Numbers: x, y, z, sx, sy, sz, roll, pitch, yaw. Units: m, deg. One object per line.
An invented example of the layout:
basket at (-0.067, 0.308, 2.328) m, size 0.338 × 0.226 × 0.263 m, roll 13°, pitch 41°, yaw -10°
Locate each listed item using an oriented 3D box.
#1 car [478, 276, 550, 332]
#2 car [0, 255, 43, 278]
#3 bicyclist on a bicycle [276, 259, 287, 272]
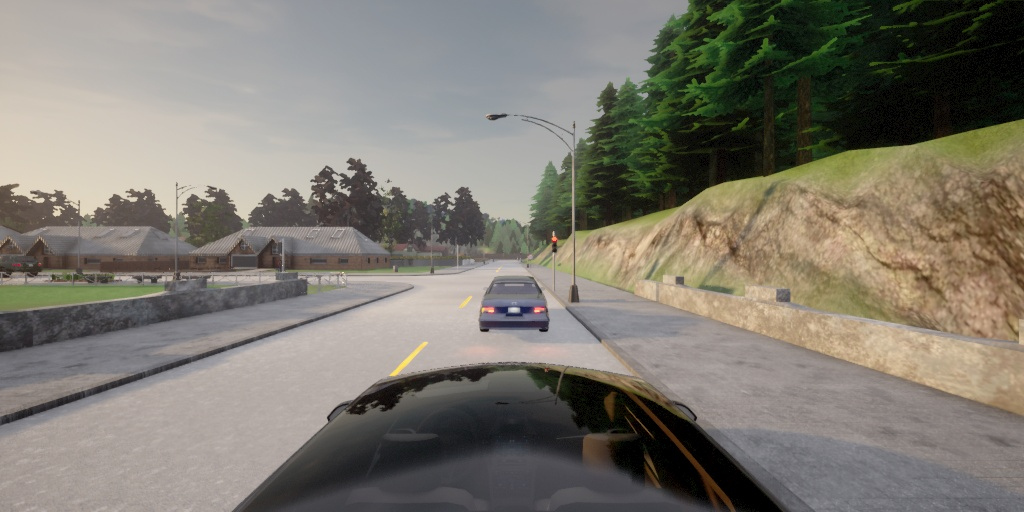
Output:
car at (0.062, 1.297, 10.811) m, size 2.033 × 1.411 × 5.357 m, roll 0°, pitch 0°, yaw 0°
car at (-47.379, 0.971, 33.336) m, size 5.566 × 2.045 × 2.150 m, roll 0°, pitch 0°, yaw 1°
bicyclist on a bicycle at (-24.167, 1.099, 37.589) m, size 0.582 × 1.620 × 1.656 m, roll 0°, pitch 0°, yaw 0°
